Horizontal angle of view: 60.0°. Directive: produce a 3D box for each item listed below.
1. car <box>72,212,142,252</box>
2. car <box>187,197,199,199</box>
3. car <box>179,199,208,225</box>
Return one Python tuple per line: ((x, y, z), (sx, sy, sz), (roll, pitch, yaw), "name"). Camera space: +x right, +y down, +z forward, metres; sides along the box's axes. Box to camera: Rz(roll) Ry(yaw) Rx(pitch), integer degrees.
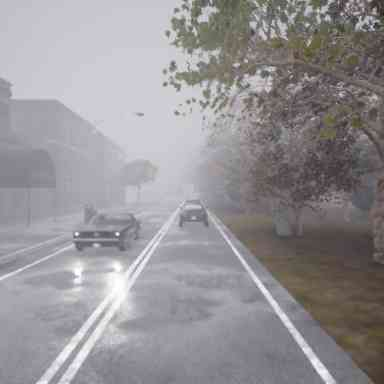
((-3.338, 1.552, 13.870), (1.895, 1.301, 4.718), (0, 0, 0), "car")
((0.104, 1.318, 41.700), (1.882, 1.535, 5.008), (0, 0, 0), "car")
((0.103, 1.442, 22.964), (1.812, 1.442, 4.674), (0, 0, 0), "car")
